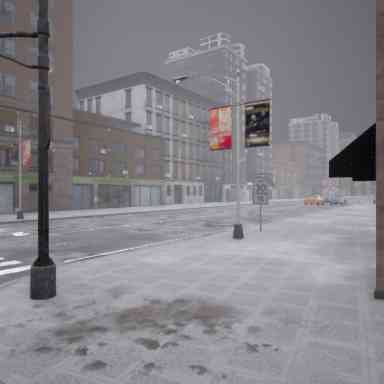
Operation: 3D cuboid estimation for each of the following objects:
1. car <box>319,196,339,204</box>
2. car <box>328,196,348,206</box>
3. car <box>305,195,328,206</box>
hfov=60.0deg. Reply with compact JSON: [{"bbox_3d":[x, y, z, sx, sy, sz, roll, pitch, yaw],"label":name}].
[{"bbox_3d":[24.889,1.373,60.272,2.033,1.411,5.357,0,0,37],"label":"car"},{"bbox_3d":[22.728,1.376,51.466,2.033,1.411,5.357,0,0,34],"label":"car"},{"bbox_3d":[19.300,1.181,52.250,2.097,1.767,4.553,0,0,35],"label":"car"}]
